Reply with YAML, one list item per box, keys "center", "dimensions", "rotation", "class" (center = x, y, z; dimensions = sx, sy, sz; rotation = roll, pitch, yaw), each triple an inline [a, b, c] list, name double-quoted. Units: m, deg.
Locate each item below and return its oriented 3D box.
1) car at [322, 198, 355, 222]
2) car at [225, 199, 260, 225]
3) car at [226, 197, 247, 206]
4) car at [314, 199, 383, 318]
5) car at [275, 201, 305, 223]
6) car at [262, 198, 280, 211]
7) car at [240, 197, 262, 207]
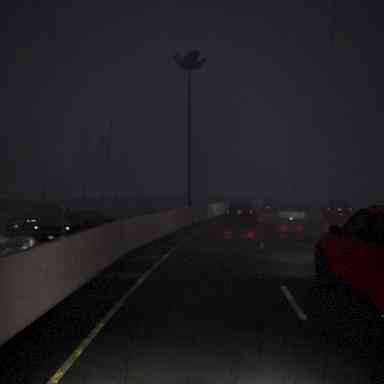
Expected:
- center: [12.088, 1.406, 27.767]
  dimensions: [2.097, 1.767, 4.553]
  rotation: [0, 0, 19]
  class: "car"
- center: [3.728, 1.380, 24.406]
  dimensions: [2.097, 1.767, 4.553]
  rotation: [0, 0, 15]
  class: "car"
- center: [7.862, 1.624, 58.461]
  dimensions: [1.994, 1.385, 4.181]
  rotation: [0, 0, 34]
  class: "car"
- center: [3.942, 1.237, 5.894]
  dimensions: [2.150, 2.045, 5.566]
  rotation: [0, 0, 4]
  class: "car"
- center: [7.895, 1.642, 26.369]
  dimensions: [1.895, 1.301, 4.718]
  rotation: [0, 0, 17]
  class: "car"
- center: [9.991, 1.561, 40.881]
  dimensions: [1.837, 1.490, 4.892]
  rotation: [0, 0, 26]
  class: "car"
- center: [9.867, 1.569, 55.149]
  dimensions: [1.837, 1.490, 4.892]
  rotation: [0, 0, 33]
  class: "car"
